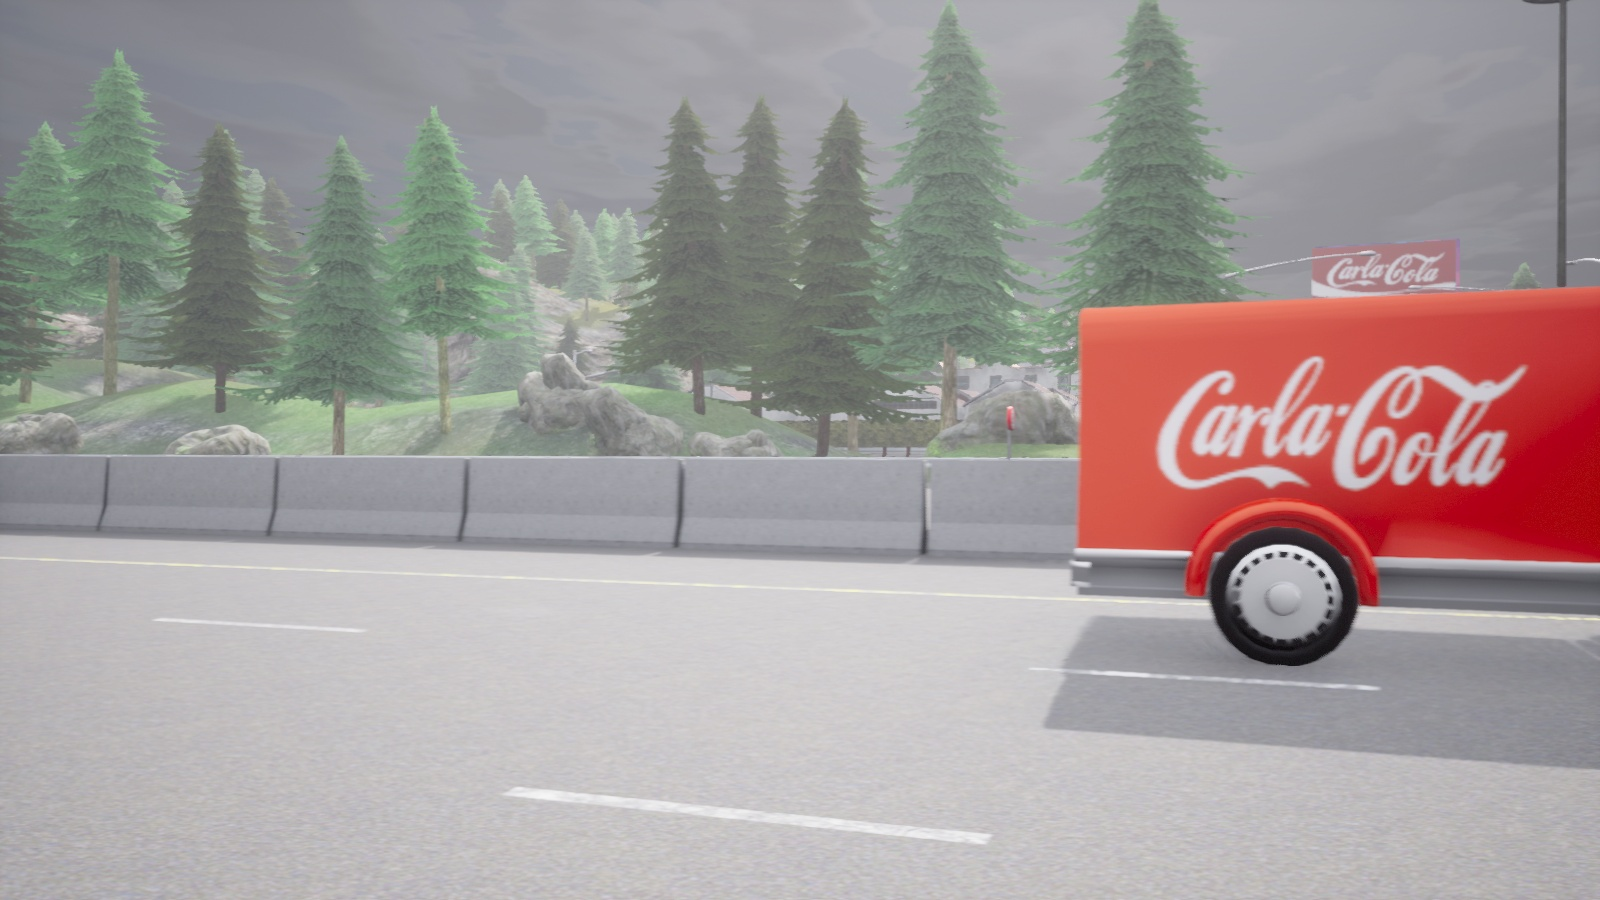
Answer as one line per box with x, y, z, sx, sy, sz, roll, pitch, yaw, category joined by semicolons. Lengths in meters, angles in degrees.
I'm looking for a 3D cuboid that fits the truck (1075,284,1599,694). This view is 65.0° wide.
4.770;0.214;8.967;5.204;2.467;2.627;1;1;19;truck
